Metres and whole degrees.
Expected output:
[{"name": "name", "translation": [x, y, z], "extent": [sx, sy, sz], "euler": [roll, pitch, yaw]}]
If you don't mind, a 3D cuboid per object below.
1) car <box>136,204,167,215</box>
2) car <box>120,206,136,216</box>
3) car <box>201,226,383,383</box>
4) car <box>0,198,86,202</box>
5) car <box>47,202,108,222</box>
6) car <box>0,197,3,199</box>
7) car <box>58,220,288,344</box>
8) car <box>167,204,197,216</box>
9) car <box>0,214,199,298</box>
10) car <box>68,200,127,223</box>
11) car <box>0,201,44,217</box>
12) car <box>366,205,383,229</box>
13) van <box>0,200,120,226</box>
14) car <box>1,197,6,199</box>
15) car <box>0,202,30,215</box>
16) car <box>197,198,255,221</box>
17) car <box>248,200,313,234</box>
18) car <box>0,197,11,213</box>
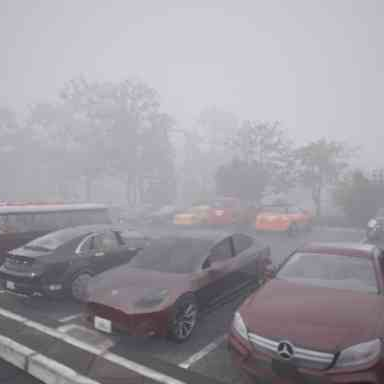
[{"name": "car", "translation": [-1.351, 1.662, 24.122], "extent": [2.097, 1.535, 5.008], "euler": [-1, 0, 36]}, {"name": "car", "translation": [-3.634, 1.715, 25.720], "extent": [2.163, 1.488, 4.792], "euler": [-1, 0, 36]}, {"name": "car", "translation": [2.322, 1.583, 5.373], "extent": [2.002, 1.452, 4.674], "euler": [-1, 0, 36]}, {"name": "car", "translation": [-6.738, 1.388, 11.846], "extent": [2.435, 2.045, 5.566], "euler": [-1, 0, 36]}, {"name": "car", "translation": [-10.397, 1.756, 30.625], "extent": [2.231, 1.521, 4.892], "euler": [-1, 0, 36]}, {"name": "car", "translation": [-23.989, 1.755, 40.346], "extent": [2.185, 1.767, 4.553], "euler": [-1, 0, 36]}, {"name": "car", "translation": [0.044, 1.596, 6.971], "extent": [2.163, 1.488, 4.792], "euler": [-1, 0, 36]}, {"name": "car", "translation": [0.914, 1.636, 22.717], "extent": [1.946, 1.575, 5.366], "euler": [-1, 0, 36]}, {"name": "car", "translation": [-2.204, 1.592, 8.614], "extent": [2.231, 1.521, 4.892], "euler": [-1, 0, 36]}, {"name": "car", "translation": [-8.121, 1.607, 29.020], "extent": [2.185, 1.767, 4.553], "euler": [-1, 0, 36]}, {"name": "car", "translation": [-19.450, 1.841, 37.116], "extent": [2.097, 1.535, 5.008], "euler": [-1, 0, 36]}, {"name": "car", "translation": [9.869, 1.417, 16.092], "extent": [2.185, 1.767, 4.553], "euler": [-1, 0, 36]}, {"name": "van", "translation": [-4.630, 1.390, 10.222], "extent": [1.878, 1.987, 4.442], "euler": [-1, 0, 36]}, {"name": "car", "translation": [-17.205, 1.695, 35.470], "extent": [2.185, 1.767, 4.553], "euler": [-1, 0, 36]}, {"name": "car", "translation": [-21.706, 1.901, 38.747], "extent": [2.002, 1.452, 4.674], "euler": [-1, 0, 36]}, {"name": "car", "translation": [3.082, 1.364, 20.965], "extent": [2.435, 2.045, 5.566], "euler": [-1, 0, 36]}, {"name": "car", "translation": [5.410, 1.464, 19.218], "extent": [2.185, 1.767, 4.553], "euler": [-1, 0, 36]}, {"name": "car", "translation": [-26.248, 1.649, 41.973], "extent": [2.435, 2.045, 5.566], "euler": [0, 0, 36]}]
